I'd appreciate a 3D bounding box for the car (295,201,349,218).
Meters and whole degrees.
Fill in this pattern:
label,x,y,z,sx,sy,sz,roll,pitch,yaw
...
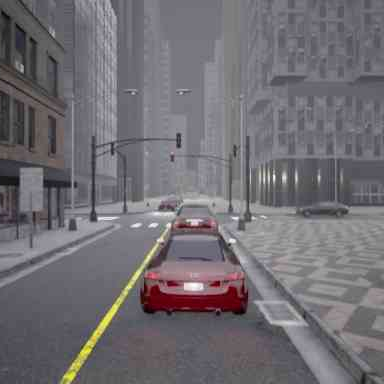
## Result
label,x,y,z,sx,sy,sz,roll,pitch,yaw
car,11.770,1.540,30.272,4.674,1.442,1.812,0,0,1

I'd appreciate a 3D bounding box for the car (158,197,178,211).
label,x,y,z,sx,sy,sz,roll,pitch,yaw
car,-3.058,1.620,41.241,1.895,1.301,4.718,0,0,0

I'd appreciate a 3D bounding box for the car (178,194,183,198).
label,x,y,z,sx,sy,sz,roll,pitch,yaw
car,-3.014,1.564,60.659,1.812,1.442,4.674,0,0,0

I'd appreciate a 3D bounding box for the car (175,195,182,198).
label,x,y,z,sx,sy,sz,roll,pitch,yaw
car,-3.047,1.576,50.893,2.033,1.411,5.357,0,0,0

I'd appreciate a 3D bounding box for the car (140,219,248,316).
label,x,y,z,sx,sy,sz,roll,pitch,yaw
car,0.091,1.564,7.611,1.994,1.385,4.181,0,0,2

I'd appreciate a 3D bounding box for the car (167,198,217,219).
label,x,y,z,sx,sy,sz,roll,pitch,yaw
car,0.166,1.354,16.232,2.097,1.767,4.553,0,0,2

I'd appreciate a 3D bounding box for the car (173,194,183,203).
label,x,y,z,sx,sy,sz,roll,pitch,yaw
car,-2.936,1.407,70.891,2.097,1.767,4.553,0,0,0
